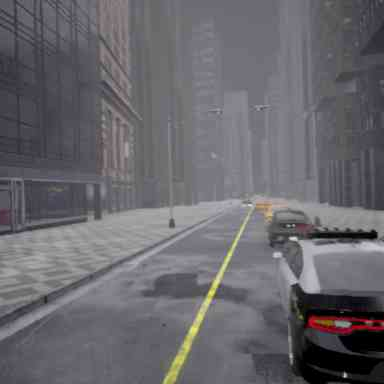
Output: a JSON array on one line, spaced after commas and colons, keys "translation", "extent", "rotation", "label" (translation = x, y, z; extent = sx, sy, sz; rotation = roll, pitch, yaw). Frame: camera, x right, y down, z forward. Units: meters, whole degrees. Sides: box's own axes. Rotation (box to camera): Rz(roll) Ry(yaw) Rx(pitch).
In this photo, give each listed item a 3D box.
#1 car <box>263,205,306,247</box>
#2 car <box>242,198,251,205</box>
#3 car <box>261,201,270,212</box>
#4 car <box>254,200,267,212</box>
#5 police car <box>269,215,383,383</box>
[{"translation": [4.385, 1.567, 15.238], "extent": [1.837, 1.490, 4.892], "rotation": [-2, -1, 11], "label": "car"}, {"translation": [12.518, 2.112, 75.796], "extent": [1.882, 1.535, 5.008], "rotation": [-2, -1, 11], "label": "car"}, {"translation": [5.561, 1.582, 21.122], "extent": [1.882, 1.535, 5.008], "rotation": [-2, -1, 11], "label": "car"}, {"translation": [9.194, 1.775, 43.742], "extent": [1.882, 1.535, 5.008], "rotation": [-2, -1, 12], "label": "car"}, {"translation": [2.443, 1.422, 5.540], "extent": [1.930, 1.638, 5.238], "rotation": [-2, -1, 11], "label": "police car"}]
